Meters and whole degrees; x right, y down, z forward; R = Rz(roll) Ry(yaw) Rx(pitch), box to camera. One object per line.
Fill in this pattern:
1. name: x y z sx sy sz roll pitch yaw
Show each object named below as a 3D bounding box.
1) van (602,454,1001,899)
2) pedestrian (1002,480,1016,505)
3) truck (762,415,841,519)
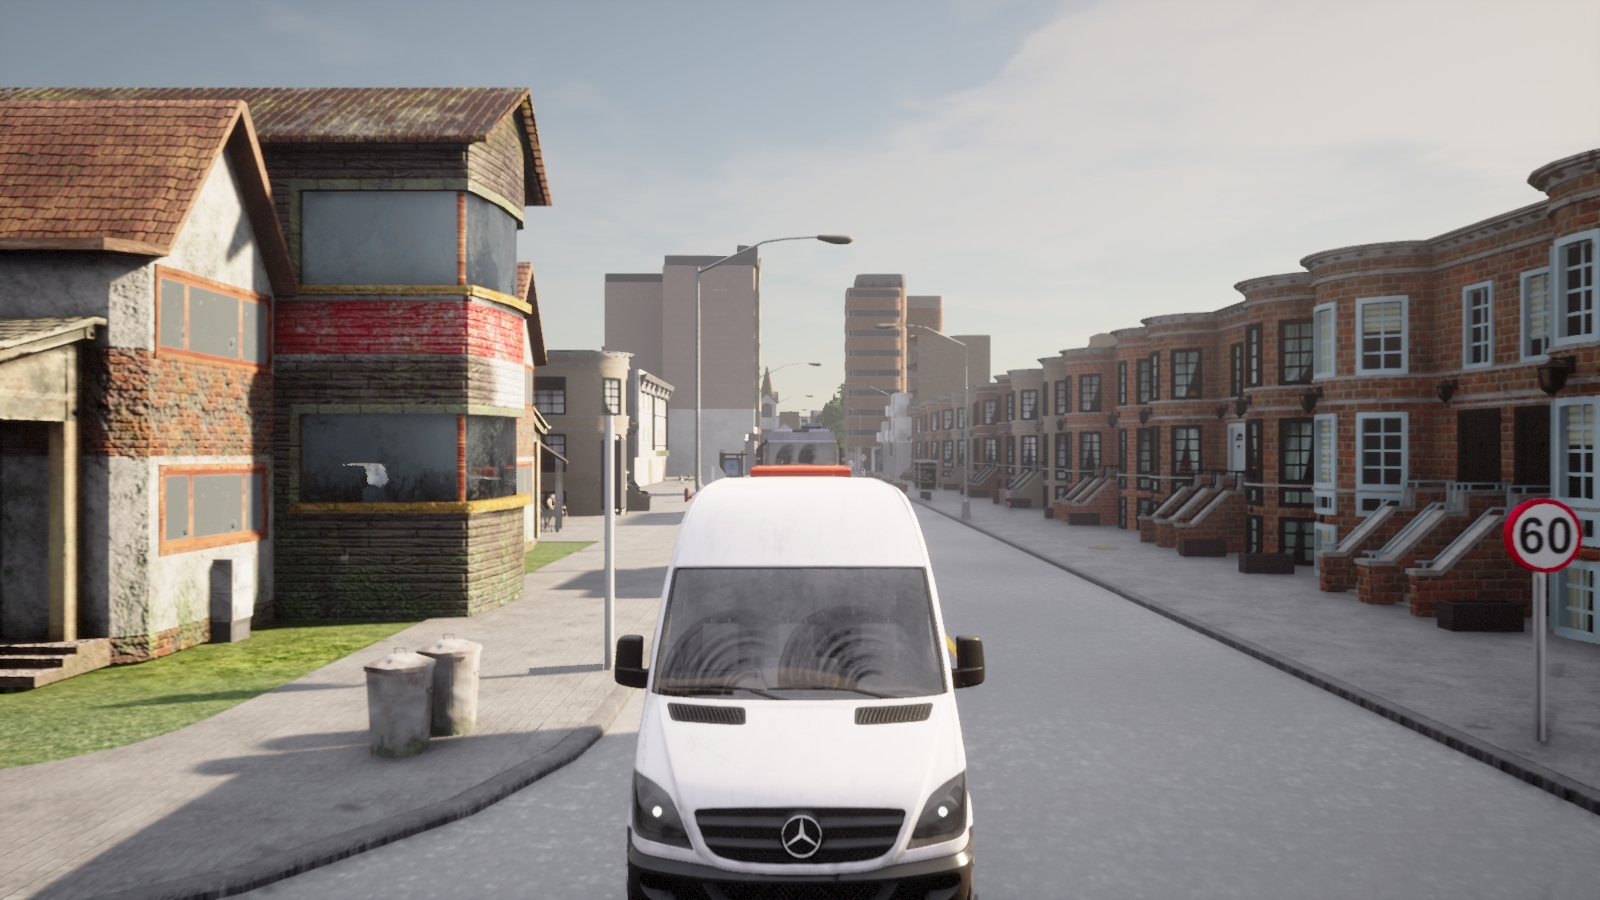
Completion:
1. van: 0.004 1.315 8.657 1.988 2.561 5.915 0 0 0
2. pedestrian: 9.291 1.902 50.809 0.500 1.100 0.500 0 0 -7
3. truck: 0.028 0.662 46.115 2.891 3.827 8.468 0 -1 0
